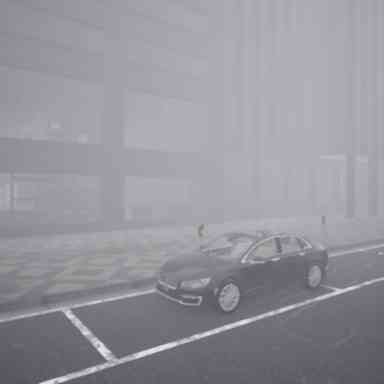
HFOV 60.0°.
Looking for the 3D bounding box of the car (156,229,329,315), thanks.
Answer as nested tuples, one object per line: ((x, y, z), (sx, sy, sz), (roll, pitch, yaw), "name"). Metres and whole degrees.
((1.297, 1.549, 7.457), (4.403, 1.369, 2.008), (0, 0, -36), "car")
